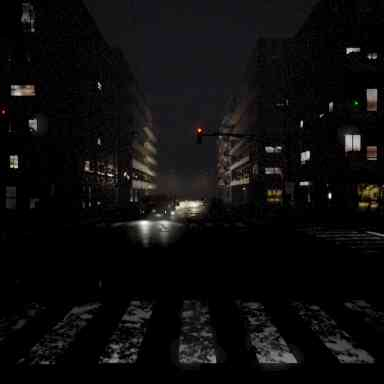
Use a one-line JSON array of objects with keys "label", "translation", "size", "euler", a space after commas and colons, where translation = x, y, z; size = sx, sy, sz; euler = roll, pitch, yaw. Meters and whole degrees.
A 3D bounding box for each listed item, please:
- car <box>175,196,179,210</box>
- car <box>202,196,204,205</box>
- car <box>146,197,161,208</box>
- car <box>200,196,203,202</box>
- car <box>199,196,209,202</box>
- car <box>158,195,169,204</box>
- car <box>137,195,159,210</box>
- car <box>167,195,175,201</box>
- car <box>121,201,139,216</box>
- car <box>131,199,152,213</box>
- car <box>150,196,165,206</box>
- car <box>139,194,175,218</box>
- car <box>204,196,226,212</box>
[{"label": "car", "translation": [-3.058, 1.361, 40.124], "size": [2.097, 1.767, 4.553], "euler": [0, 0, 0]}, {"label": "car", "translation": [2.731, 1.451, 43.598], "size": [1.967, 1.590, 4.097], "euler": [0, 0, 0]}, {"label": "car", "translation": [-5.644, 1.539, 49.117], "size": [1.752, 1.417, 4.829], "euler": [0, 0, 0]}, {"label": "car", "translation": [2.742, 1.598, 54.963], "size": [1.802, 1.307, 4.206], "euler": [0, 0, 0]}, {"label": "car", "translation": [2.763, 1.584, 77.693], "size": [2.008, 1.369, 4.403], "euler": [0, 0, 0]}, {"label": "car", "translation": [-5.628, 1.464, 66.335], "size": [1.967, 1.590, 4.097], "euler": [0, 0, 0]}, {"label": "car", "translation": [-5.649, 1.326, 43.604], "size": [2.192, 1.841, 5.009], "euler": [0, 0, 0]}, {"label": "car", "translation": [-5.607, 1.594, 89.063], "size": [2.008, 1.369, 4.403], "euler": [0, 0, 0]}, {"label": "car", "translation": [-5.660, 1.572, 32.239], "size": [1.947, 1.339, 4.313], "euler": [0, 0, 0]}, {"label": "car", "translation": [-5.655, 1.533, 37.752], "size": [1.752, 1.417, 4.829], "euler": [0, 0, 0]}, {"label": "car", "translation": [-5.638, 1.457, 54.969], "size": [1.967, 1.590, 4.097], "euler": [0, 0, 0]}, {"label": "car", "translation": [-3.090, 1.227, 30.212], "size": [2.150, 2.045, 5.566], "euler": [0, 0, 1]}, {"label": "car", "translation": [2.726, 1.448, 37.916], "size": [1.967, 1.590, 4.097], "euler": [0, 0, 0]}]
